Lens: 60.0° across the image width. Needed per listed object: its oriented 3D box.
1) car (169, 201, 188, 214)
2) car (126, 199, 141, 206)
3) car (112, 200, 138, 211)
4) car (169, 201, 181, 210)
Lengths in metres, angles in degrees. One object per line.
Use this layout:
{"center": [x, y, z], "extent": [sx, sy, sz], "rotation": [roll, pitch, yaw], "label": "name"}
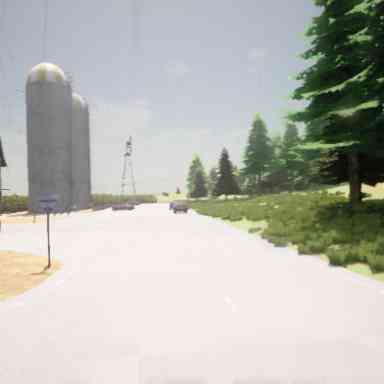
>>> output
{"center": [-1.611, 2.136, 46.018], "extent": [2.128, 1.511, 4.902], "rotation": [-2, -1, -6], "label": "car"}
{"center": [-16.336, 3.154, 92.677], "extent": [3.988, 1.617, 1.851], "rotation": [-2, -1, -7], "label": "car"}
{"center": [-12.291, 2.700, 59.917], "extent": [4.181, 1.381, 1.994], "rotation": [-2, -1, -7], "label": "car"}
{"center": [-3.027, 2.321, 58.815], "extent": [1.882, 1.535, 5.008], "rotation": [-2, -1, -6], "label": "car"}
